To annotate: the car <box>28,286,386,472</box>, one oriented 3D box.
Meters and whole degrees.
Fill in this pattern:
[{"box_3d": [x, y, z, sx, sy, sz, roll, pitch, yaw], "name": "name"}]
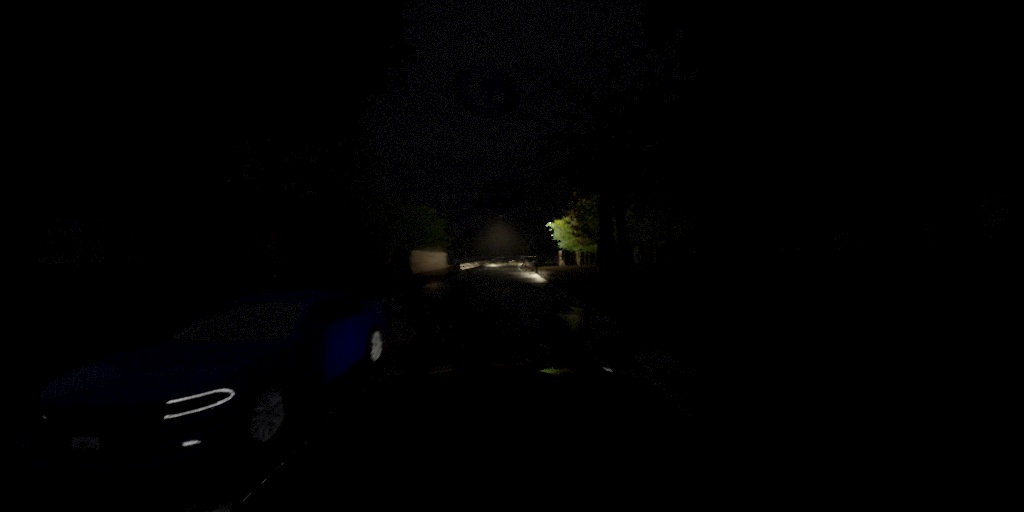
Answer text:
[{"box_3d": [-3.542, 1.297, 5.467, 1.882, 1.535, 5.008, -1, 0, 0], "name": "car"}]
